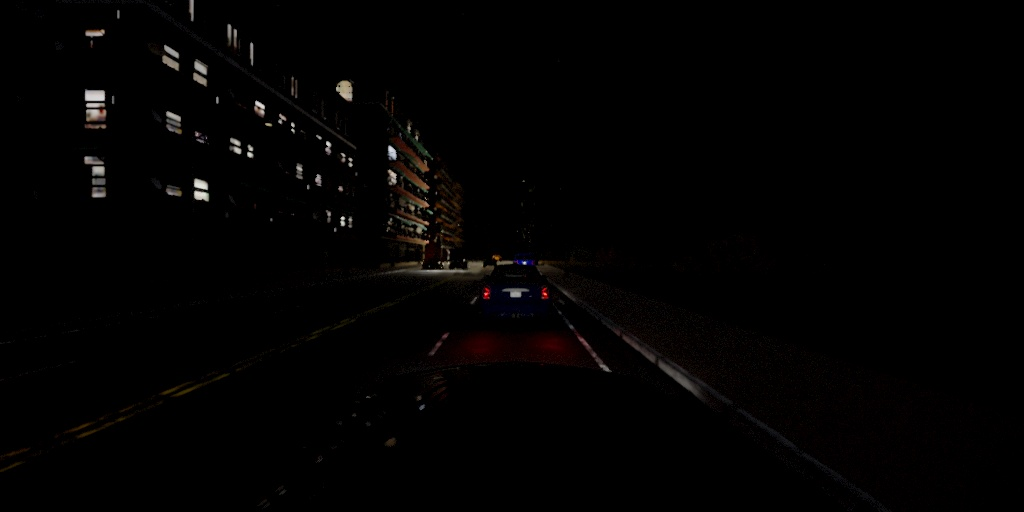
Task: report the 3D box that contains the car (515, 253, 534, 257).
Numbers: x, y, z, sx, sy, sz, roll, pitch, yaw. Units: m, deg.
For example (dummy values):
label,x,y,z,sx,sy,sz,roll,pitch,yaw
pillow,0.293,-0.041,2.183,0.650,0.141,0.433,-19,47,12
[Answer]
label,x,y,z,sx,sy,sz,roll,pitch,yaw
car,1.139,0.760,34.058,2.150,2.045,5.566,0,0,0

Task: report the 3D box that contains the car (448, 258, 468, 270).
label,x,y,z,sx,sy,sz,roll,pitch,yaw
car,-6.584,1.012,44.506,2.033,1.411,5.357,0,0,0

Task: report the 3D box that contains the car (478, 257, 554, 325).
label,x,y,z,sx,sy,sz,roll,pitch,yaw
car,0.101,1.036,11.727,2.097,1.767,4.553,0,0,0

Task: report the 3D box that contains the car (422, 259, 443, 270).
label,x,y,z,sx,sy,sz,roll,pitch,yaw
car,-9.830,1.027,44.604,1.994,1.385,4.181,0,0,0

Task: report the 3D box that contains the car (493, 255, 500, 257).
label,x,y,z,sx,sy,sz,roll,pitch,yaw
car,-3.227,0.898,52.845,2.128,1.511,4.902,0,0,0
